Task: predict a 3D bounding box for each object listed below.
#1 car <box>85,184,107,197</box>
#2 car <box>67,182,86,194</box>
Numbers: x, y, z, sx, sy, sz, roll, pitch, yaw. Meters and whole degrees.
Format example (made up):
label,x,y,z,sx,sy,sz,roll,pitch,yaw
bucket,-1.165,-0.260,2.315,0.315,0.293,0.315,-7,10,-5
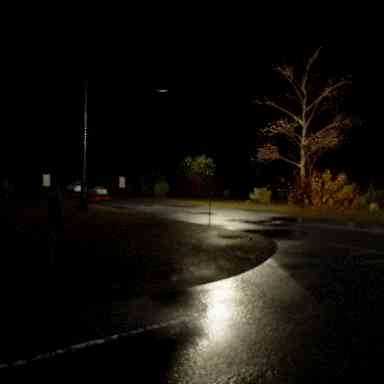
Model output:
label,x,y,z,sx,sy,sz,roll,pitch,yaw
car,-14.255,-0.086,50.034,1.812,1.442,4.674,1,1,-36
car,-20.111,-0.712,58.170,2.150,2.045,5.566,1,1,-36
